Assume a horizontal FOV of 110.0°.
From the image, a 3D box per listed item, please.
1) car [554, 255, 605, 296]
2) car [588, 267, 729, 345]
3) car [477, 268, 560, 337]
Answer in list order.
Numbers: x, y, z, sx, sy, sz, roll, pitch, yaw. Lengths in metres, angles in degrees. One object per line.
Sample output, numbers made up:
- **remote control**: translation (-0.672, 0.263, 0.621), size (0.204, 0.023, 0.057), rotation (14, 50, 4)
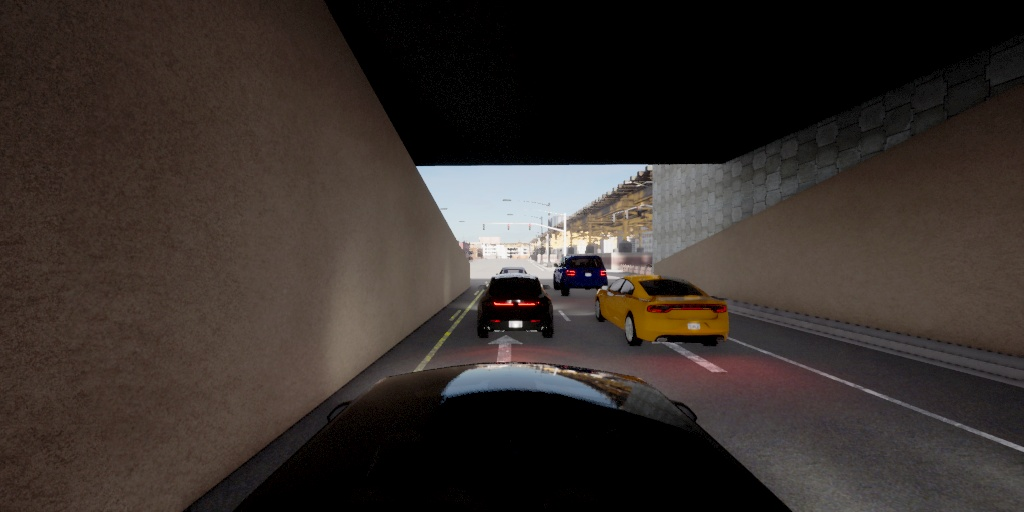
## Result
- **car**: translation (3.569, 0.971, 19.484), size (2.150, 2.045, 5.566), rotation (0, 0, 0)
- **car**: translation (3.574, 1.228, 9.515), size (1.882, 1.535, 5.008), rotation (0, 0, 0)
- **car**: translation (0.076, 1.255, 10.313), size (1.837, 1.490, 4.892), rotation (0, 0, 0)
